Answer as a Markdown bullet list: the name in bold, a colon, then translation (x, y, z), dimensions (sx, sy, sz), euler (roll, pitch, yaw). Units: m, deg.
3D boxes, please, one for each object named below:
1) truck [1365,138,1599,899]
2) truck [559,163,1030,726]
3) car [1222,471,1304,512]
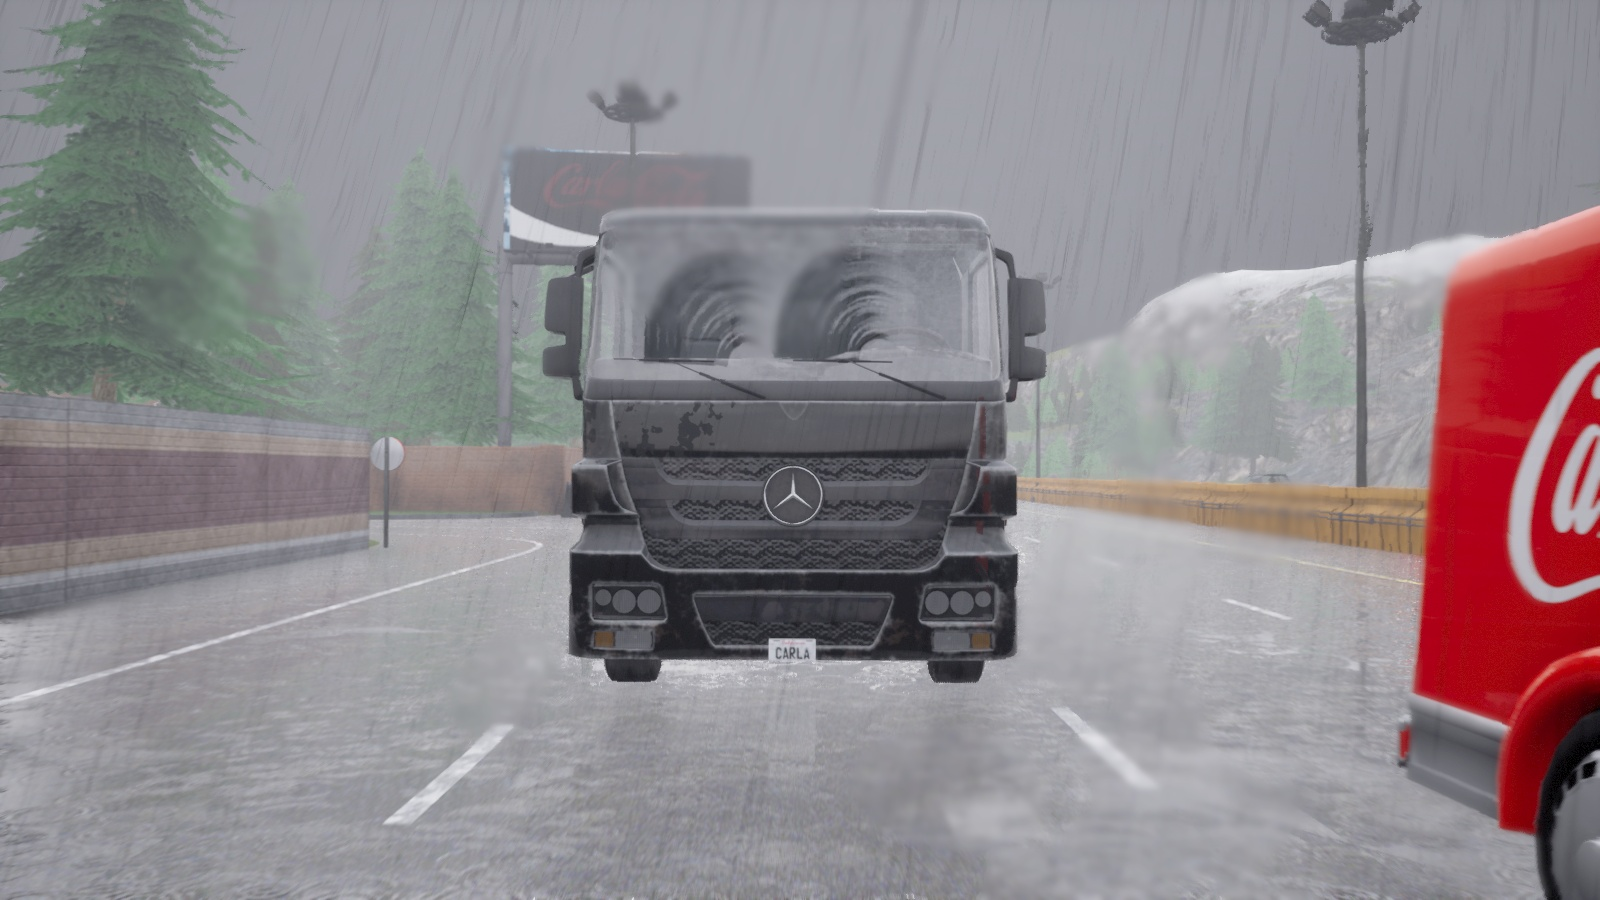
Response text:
- **truck**: translation (3.491, 0.355, 2.187), dimensions (2.627, 2.467, 5.204), euler (0, -1, 0)
- **truck**: translation (-0.019, 0.029, 11.714), dimensions (2.891, 3.462, 7.936), euler (0, -1, 0)
- **car**: translation (17.835, 1.569, 48.518), dimensions (1.845, 1.501, 3.633), euler (0, -1, 1)
